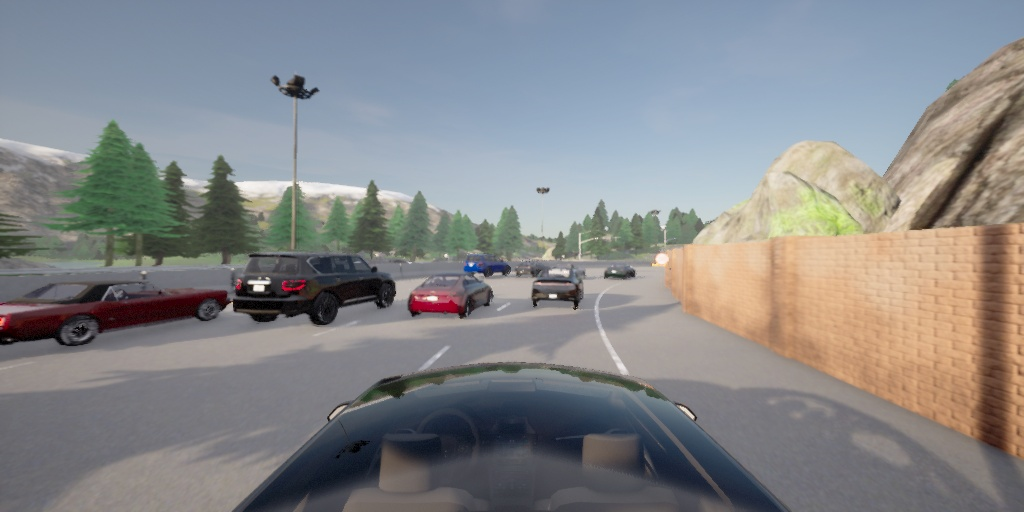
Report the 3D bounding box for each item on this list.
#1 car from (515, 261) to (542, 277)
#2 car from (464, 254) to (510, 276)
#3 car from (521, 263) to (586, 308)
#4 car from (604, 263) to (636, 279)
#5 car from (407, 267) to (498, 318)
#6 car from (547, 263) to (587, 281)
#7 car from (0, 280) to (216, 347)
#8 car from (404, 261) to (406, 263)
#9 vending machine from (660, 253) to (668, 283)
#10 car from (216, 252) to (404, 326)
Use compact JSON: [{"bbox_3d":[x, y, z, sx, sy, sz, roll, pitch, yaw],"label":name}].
[{"bbox_3d":[2.006,1.200,33.303,2.128,1.511,4.902,1,0,29],"label":"car"},{"bbox_3d":[-2.236,0.888,32.953,2.150,2.045,5.566,0,0,28],"label":"car"},{"bbox_3d":[2.040,1.235,15.269,2.128,1.511,4.902,1,0,14],"label":"car"},{"bbox_3d":[9.954,1.353,32.874,1.994,1.385,4.181,1,0,33],"label":"car"},{"bbox_3d":[-2.052,1.271,12.954,1.994,1.385,4.181,1,0,11],"label":"car"},{"bbox_3d":[4.942,1.342,31.531,1.895,1.301,4.718,1,0,29],"label":"car"},{"bbox_3d":[-9.785,1.238,8.945,1.895,1.301,4.718,1,0,6],"label":"car"},{"bbox_3d":[-12.482,1.061,36.194,1.837,1.490,4.892,0,0,27],"label":"car"},{"bbox_3d":[12.225,1.018,27.569,1.100,2.100,0.880,0,0,30],"label":"vending machine"},{"bbox_3d":[-5.903,0.893,11.628,2.150,2.045,5.566,0,0,9],"label":"car"}]
